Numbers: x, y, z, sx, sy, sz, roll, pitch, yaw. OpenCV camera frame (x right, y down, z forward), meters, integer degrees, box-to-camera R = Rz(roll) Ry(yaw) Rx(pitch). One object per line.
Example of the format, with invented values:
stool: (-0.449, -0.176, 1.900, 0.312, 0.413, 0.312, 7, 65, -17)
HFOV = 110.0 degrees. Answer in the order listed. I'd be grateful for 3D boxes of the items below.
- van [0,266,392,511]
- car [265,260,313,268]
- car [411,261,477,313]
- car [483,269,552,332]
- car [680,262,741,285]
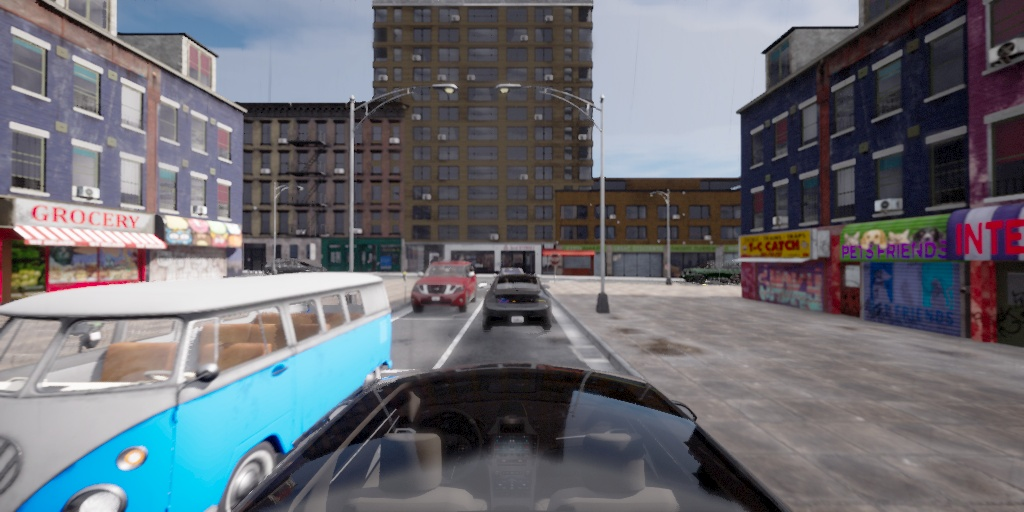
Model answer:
van: (-2.630, 1.103, 3.761, 1.690, 1.789, 3.998, 0, 0, 0)
car: (-18.359, 1.136, 30.554, 4.892, 1.490, 1.837, 1, -1, 0)
car: (-2.566, 1.142, 14.649, 2.192, 1.841, 5.009, 0, 0, 0)
car: (0.147, 1.311, 11.109, 1.837, 1.490, 4.892, 0, 0, 0)
car: (18.794, 1.598, 33.447, 5.566, 2.045, 2.150, 1, -1, 0)
